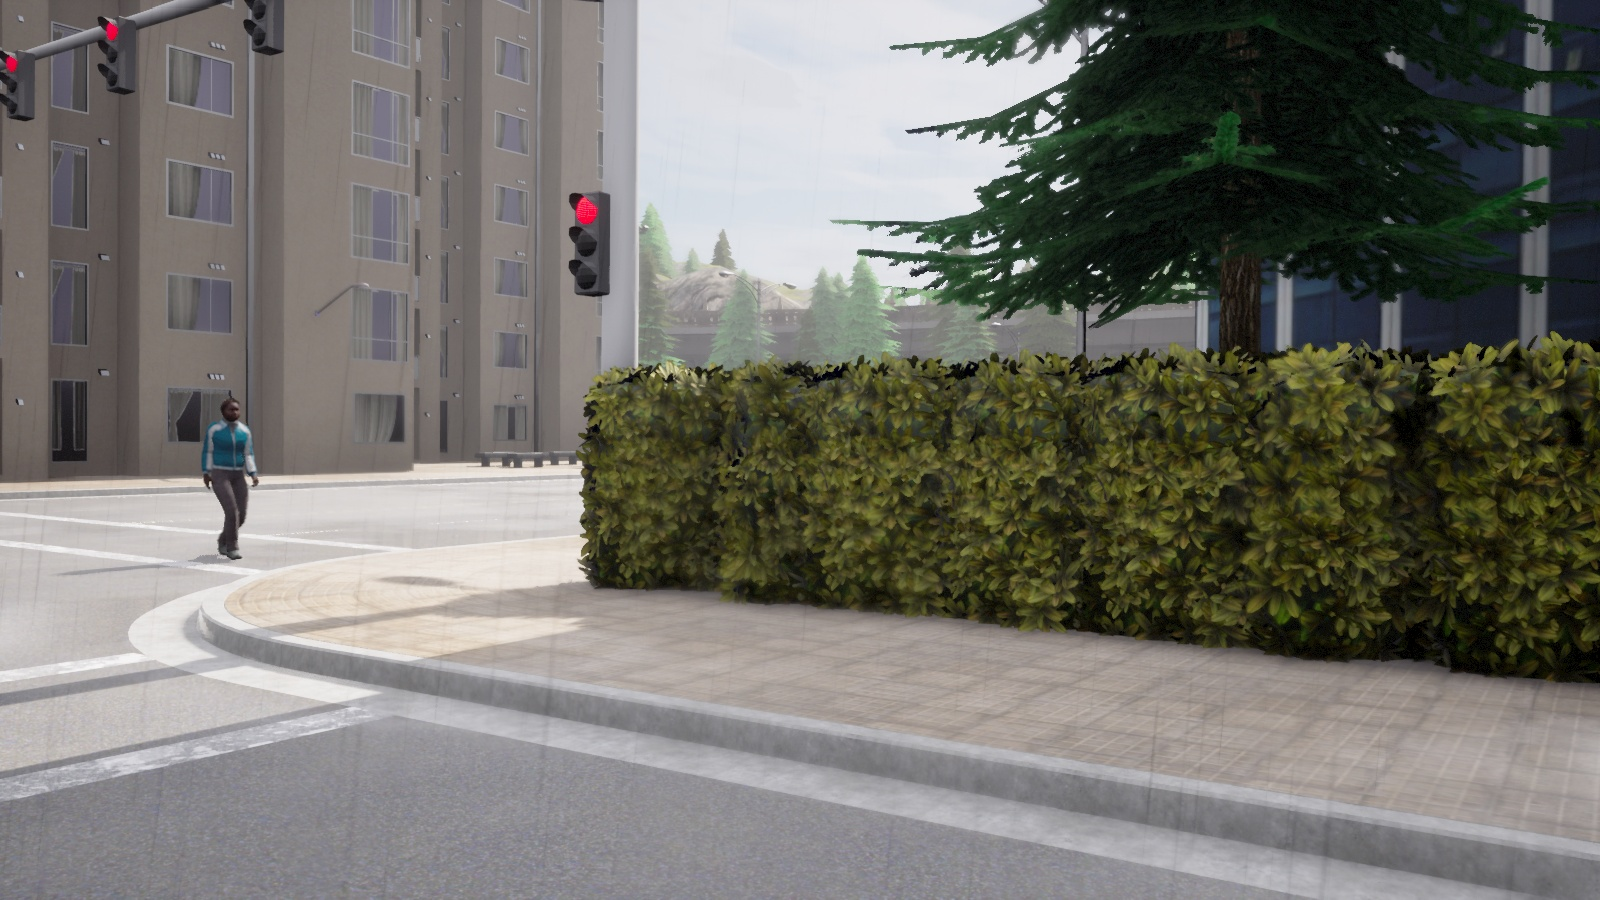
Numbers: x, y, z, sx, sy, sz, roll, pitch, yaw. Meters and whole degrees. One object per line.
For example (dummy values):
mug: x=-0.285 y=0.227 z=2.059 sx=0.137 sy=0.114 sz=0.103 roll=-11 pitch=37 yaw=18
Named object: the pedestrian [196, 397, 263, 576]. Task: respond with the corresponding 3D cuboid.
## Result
pedestrian: x=-6.337 y=0.388 z=13.943 sx=0.692 sy=1.930 sz=0.396 roll=0 pitch=1 yaw=41
